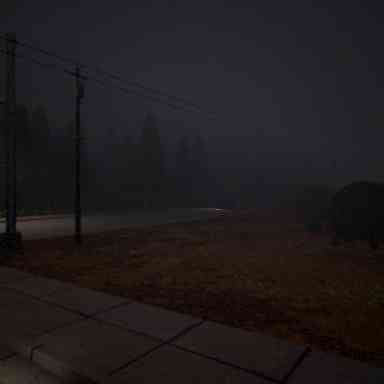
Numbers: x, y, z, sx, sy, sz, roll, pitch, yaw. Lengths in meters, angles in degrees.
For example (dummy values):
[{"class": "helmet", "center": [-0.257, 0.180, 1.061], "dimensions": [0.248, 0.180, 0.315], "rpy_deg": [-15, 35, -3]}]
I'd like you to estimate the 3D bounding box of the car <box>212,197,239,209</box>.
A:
[{"class": "car", "center": [4.522, 1.451, 44.571], "dimensions": [1.837, 1.490, 4.892], "rpy_deg": [0, 0, 37]}]
